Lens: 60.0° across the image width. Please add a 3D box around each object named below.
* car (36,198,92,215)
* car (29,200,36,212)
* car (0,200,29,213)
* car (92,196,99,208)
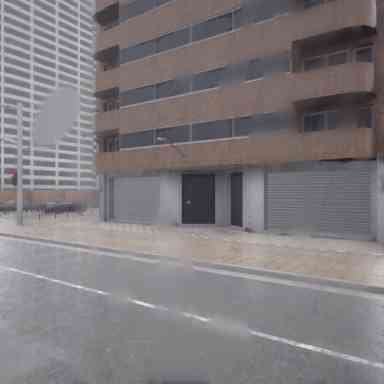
[{"bbox_3d":[-13.064,1.526,34.143,1.812,1.442,4.674,0,0,35],"label":"car"},{"bbox_3d":[-15.161,1.477,37.566,1.882,1.535,5.008,0,0,35],"label":"car"},{"bbox_3d":[-19.532,1.547,37.405,2.033,1.411,5.357,0,0,35],"label":"car"},{"bbox_3d":[-13.839,1.564,45.606,1.994,1.385,4.181,0,0,35],"label":"car"}]
